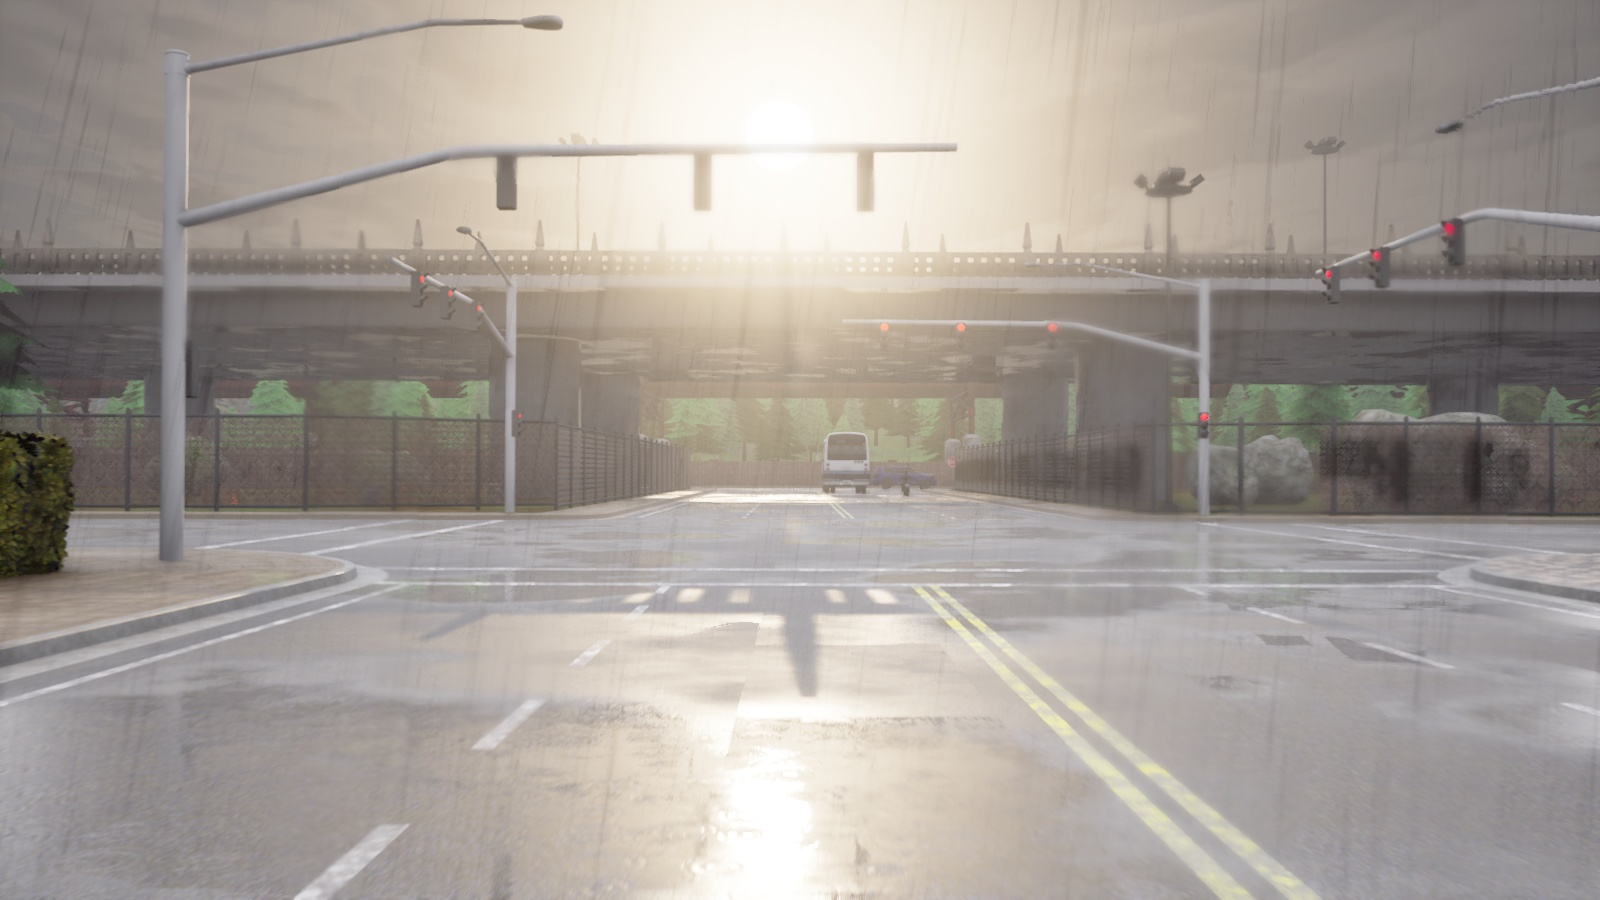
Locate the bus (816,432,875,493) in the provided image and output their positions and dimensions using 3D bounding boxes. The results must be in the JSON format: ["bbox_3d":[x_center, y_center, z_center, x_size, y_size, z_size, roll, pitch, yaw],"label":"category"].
[{"bbox_3d":[3.272,0.985,93.181,3.944,4.253,10.273,0,-1,0],"label":"bus"}]
